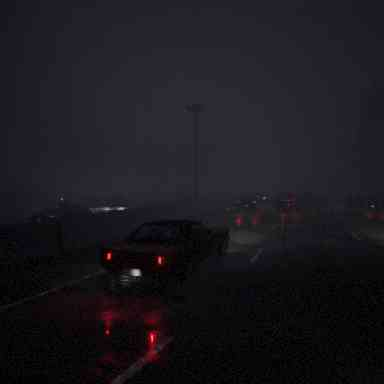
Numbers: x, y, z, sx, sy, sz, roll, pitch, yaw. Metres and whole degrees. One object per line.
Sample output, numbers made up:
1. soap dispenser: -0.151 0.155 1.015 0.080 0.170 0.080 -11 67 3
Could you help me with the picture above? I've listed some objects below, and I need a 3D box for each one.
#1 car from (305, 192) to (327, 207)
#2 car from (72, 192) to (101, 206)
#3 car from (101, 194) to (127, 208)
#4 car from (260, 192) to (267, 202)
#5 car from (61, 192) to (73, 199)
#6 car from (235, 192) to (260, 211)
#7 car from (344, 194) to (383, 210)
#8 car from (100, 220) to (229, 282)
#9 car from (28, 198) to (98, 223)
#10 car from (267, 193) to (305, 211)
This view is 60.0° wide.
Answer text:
1. car: 12.192 0.710 34.049 1.882 1.535 5.008 -1 1 4
2. car: -12.217 0.968 40.000 2.128 1.511 4.902 -1 1 -1
3. car: -8.748 0.977 38.615 1.812 1.442 4.674 -1 1 0
4. car: 8.783 0.697 42.539 1.994 1.385 4.181 -1 1 -1
5. car: -15.915 0.806 44.244 2.097 1.767 4.553 -1 1 -6
6. car: 4.895 0.929 30.232 1.812 1.442 4.674 -1 1 7
7. car: 15.414 0.857 30.073 1.895 1.301 4.718 -1 1 7
8. car: -0.397 1.443 9.397 1.895 1.301 4.718 0 1 22
9. car: -7.934 1.322 20.362 1.994 1.385 4.181 0 1 16
10. car: 8.323 0.850 29.970 2.128 1.511 4.902 -1 1 7
